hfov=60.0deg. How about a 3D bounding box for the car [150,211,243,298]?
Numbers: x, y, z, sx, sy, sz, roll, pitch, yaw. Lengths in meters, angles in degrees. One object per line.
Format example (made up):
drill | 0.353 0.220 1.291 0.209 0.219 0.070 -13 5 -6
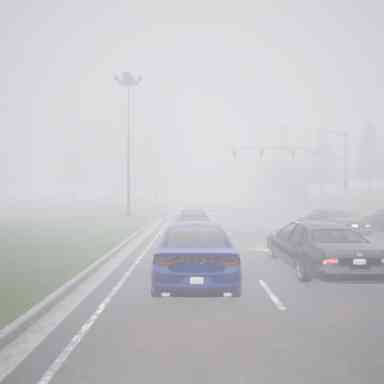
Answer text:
car | 0.086 1.478 8.596 1.882 1.535 5.008 0 0 0

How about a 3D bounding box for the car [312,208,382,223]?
car | 7.101 1.547 17.221 2.033 1.411 5.357 0 0 -3

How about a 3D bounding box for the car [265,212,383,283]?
car | 3.581 1.547 9.659 2.033 1.411 5.357 0 0 0

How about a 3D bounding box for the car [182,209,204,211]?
car | 0.068 1.564 17.382 1.994 1.385 4.181 0 0 0

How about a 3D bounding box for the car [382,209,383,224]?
car | 10.537 1.547 17.081 2.033 1.411 5.357 0 0 2
